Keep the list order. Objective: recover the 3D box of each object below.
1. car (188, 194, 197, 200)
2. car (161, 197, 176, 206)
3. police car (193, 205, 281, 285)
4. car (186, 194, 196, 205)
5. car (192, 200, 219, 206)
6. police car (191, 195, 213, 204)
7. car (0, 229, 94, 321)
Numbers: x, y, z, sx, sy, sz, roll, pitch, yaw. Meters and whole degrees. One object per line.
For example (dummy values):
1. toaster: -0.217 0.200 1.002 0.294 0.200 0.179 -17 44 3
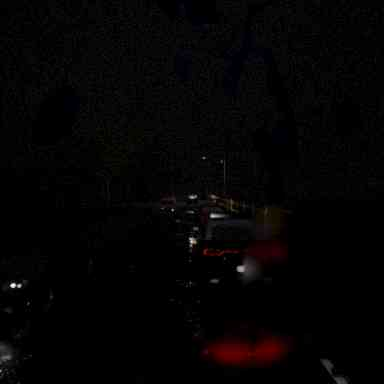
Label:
1. car: 0.087 1.052 69.915 1.895 1.301 4.718 0 0 0
2. car: -3.516 1.358 50.016 1.895 1.301 4.718 0 0 0
3. police car: 1.062 1.383 9.512 1.930 1.638 5.238 0 0 0
4. car: 0.125 1.239 51.258 2.128 1.511 4.902 0 0 1
5. car: 1.074 1.438 19.410 1.812 1.442 4.674 0 0 0
6. police car: 1.082 1.307 25.524 1.930 1.638 5.238 0 0 0
7. car: -3.589 1.532 7.205 1.994 1.385 4.181 0 0 0
